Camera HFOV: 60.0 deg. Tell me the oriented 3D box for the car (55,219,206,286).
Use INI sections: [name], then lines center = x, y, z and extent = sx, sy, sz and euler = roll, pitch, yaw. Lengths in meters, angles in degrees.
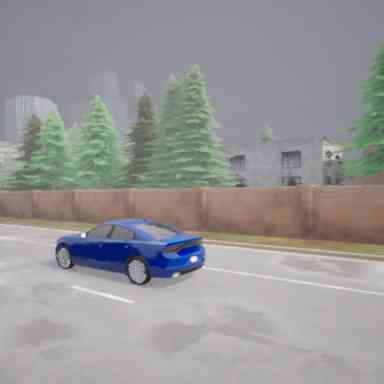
[car]
center = -1.968, 1.532, 9.692
extent = 5.008, 1.535, 1.882
euler = -1, 0, 35
